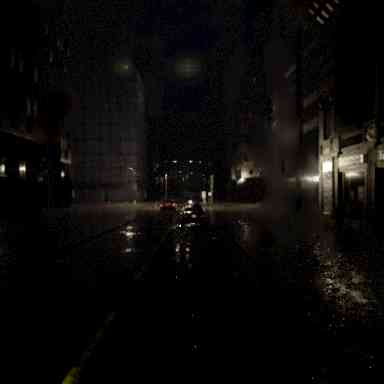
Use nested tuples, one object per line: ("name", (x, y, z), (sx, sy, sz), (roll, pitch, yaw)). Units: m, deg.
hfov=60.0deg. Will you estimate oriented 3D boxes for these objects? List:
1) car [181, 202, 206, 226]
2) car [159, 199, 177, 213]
("car", (0.122, 1.792, 25.980), (2.033, 1.411, 5.357), (0, -1, 0))
("car", (-3.050, 1.758, 43.545), (2.097, 1.767, 4.553), (0, 0, 0))
